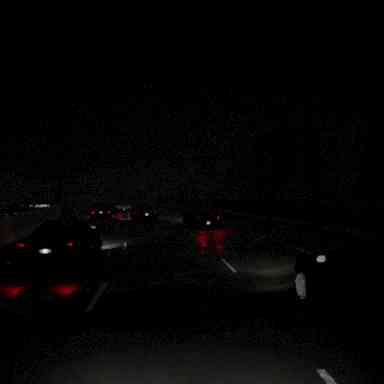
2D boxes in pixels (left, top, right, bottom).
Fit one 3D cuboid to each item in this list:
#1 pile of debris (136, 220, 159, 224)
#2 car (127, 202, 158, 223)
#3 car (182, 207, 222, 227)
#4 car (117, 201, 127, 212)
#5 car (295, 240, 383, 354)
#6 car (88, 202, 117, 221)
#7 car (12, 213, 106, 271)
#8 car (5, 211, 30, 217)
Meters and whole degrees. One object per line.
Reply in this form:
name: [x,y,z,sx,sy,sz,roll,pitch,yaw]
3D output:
pile of debris: [-3.497,2.311,25.886,1.500,0.140,1.860,0,0,-15]
car: [-3.976,1.704,27.296,1.994,1.385,4.181,0,0,-15]
car: [0.572,1.720,23.843,1.895,1.301,4.718,0,0,-13]
car: [-8.903,1.826,41.961,1.895,1.301,4.718,0,0,-20]
car: [3.245,1.500,5.254,1.882,1.535,5.008,0,0,-3]
car: [-8.000,1.705,28.898,2.033,1.411,5.357,0,0,-17]
car: [-4.311,1.628,11.230,1.994,1.385,4.181,0,0,-7]
car: [-16.673,1.751,32.195,1.994,1.385,4.181,0,0,-19]
